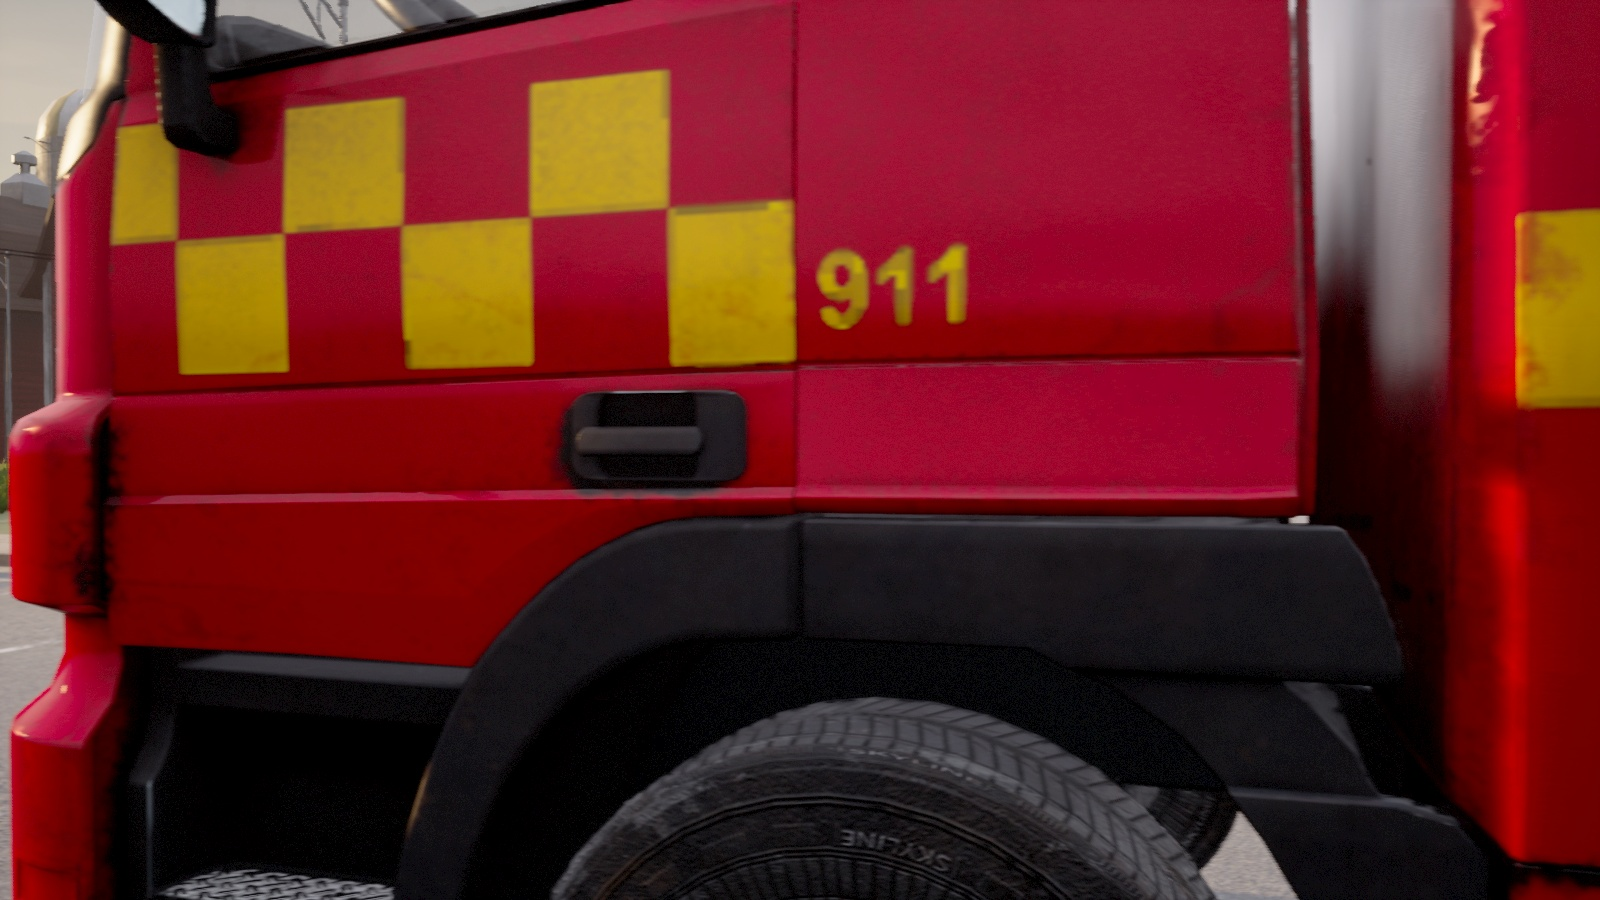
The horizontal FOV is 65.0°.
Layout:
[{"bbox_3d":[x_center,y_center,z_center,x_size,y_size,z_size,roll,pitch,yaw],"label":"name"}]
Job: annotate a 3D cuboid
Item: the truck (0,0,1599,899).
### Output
[{"bbox_3d":[2.543,-0.366,2.321,8.468,3.827,2.891,1,1,19],"label":"truck"}]
